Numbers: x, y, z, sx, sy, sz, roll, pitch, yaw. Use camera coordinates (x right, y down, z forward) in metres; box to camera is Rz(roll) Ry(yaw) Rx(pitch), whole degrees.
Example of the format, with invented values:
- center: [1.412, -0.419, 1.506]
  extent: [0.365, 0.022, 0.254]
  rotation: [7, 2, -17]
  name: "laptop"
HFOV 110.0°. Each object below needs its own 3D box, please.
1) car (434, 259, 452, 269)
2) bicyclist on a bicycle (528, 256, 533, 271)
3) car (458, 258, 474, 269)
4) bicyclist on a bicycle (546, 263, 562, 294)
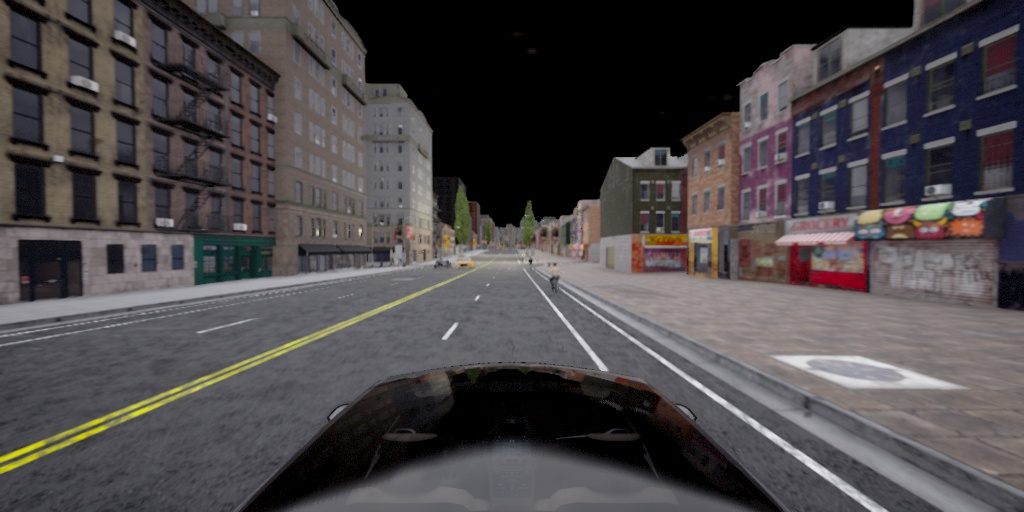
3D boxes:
- center: [-9.752, 1.069, 50.855]
  extent: [1.994, 1.385, 4.181]
  rotation: [0, 0, 0]
  name: "car"
- center: [2.254, 0.936, 43.367]
  extent: [0.659, 1.776, 1.843]
  rotation: [0, 1, 0]
  name: "bicyclist on a bicycle"
- center: [-6.501, 0.982, 50.969]
  extent: [1.882, 1.535, 5.008]
  rotation: [0, 0, 0]
  name: "car"
- center: [2.254, 1.144, 18.946]
  extent: [0.866, 1.612, 1.509]
  rotation: [0, 0, 0]
  name: "bicyclist on a bicycle"
